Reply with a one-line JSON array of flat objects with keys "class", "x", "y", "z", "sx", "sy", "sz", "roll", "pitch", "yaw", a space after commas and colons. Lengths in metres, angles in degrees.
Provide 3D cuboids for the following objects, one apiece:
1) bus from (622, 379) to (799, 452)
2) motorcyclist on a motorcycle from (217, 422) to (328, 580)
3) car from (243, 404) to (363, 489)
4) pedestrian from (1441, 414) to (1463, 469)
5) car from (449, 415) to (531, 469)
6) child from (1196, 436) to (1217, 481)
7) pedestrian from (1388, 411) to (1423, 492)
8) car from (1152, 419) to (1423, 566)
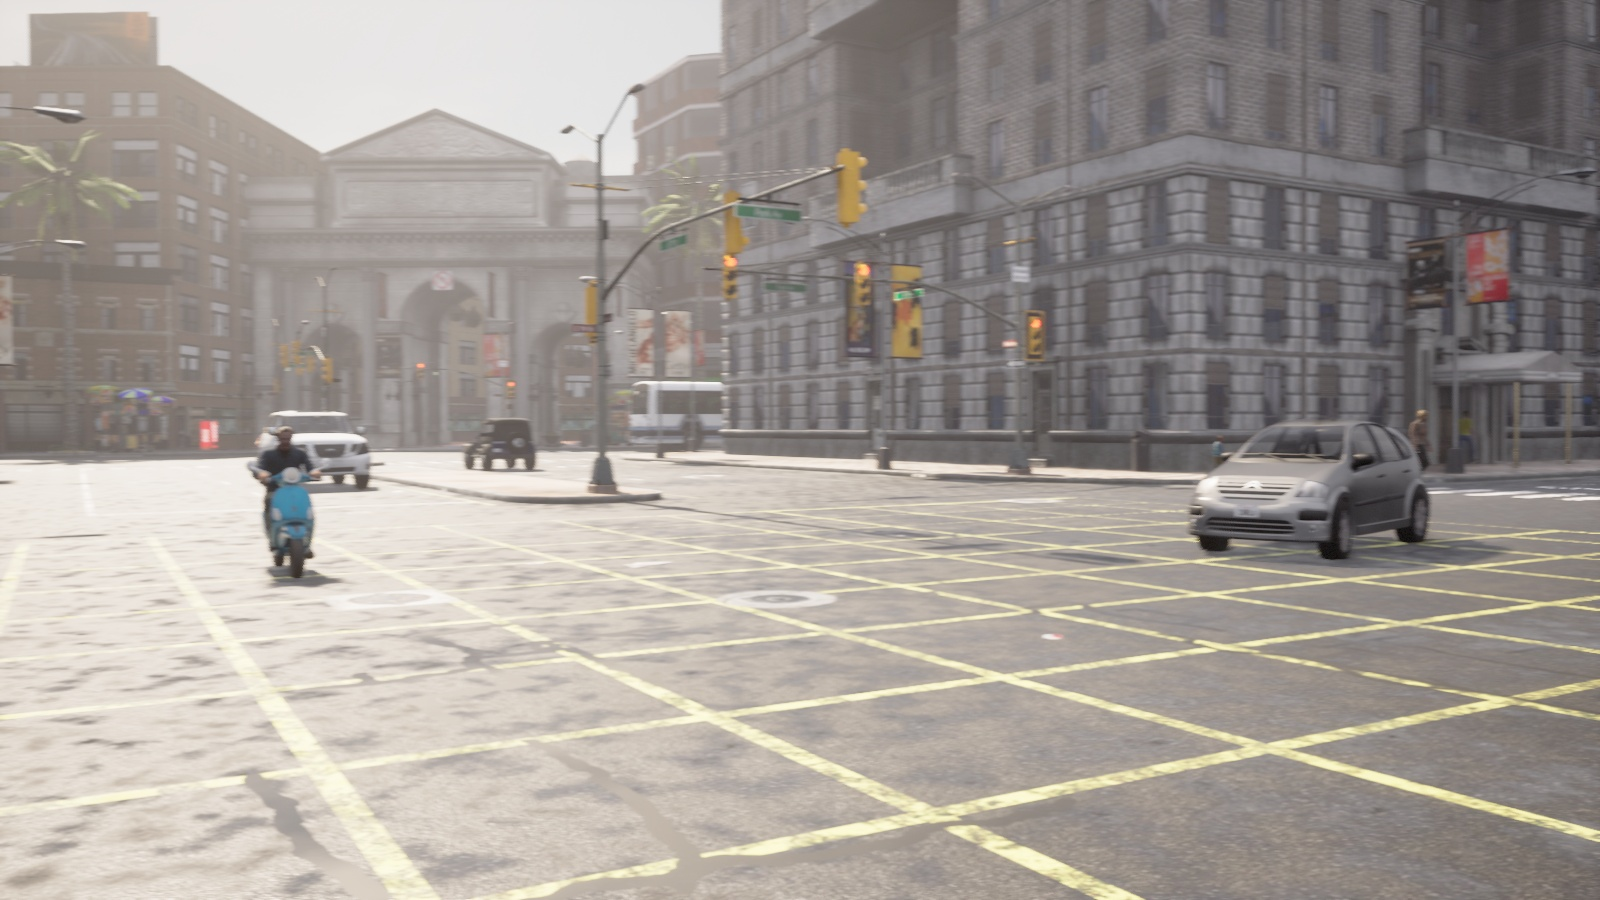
[{"class": "bus", "x": -5.503, "y": -2.099, "z": 77.836, "sx": 10.273, "sy": 4.253, "sz": 3.944, "roll": -1, "pitch": 1, "yaw": -30}, {"class": "motorcyclist on a motorcycle", "x": -5.739, "y": 0.497, "z": 13.608, "sx": 0.866, "sy": 1.590, "sz": 1.817, "roll": -1, "pitch": 1, "yaw": -30}, {"class": "car", "x": -13.317, "y": -0.146, "z": 33.422, "sx": 2.150, "sy": 2.045, "sz": 5.566, "roll": -1, "pitch": 1, "yaw": -30}, {"class": "pedestrian", "x": 21.807, "y": -0.296, "z": 42.002, "sx": 0.706, "sy": 1.836, "sz": 0.354, "roll": -1, "pitch": 1, "yaw": -33}, {"class": "car", "x": -11.371, "y": -0.311, "z": 45.910, "sx": 1.905, "sy": 1.878, "sz": 3.866, "roll": -1, "pitch": 1, "yaw": -30}, {"class": "child", "x": 10.875, "y": 0.225, "z": 33.591, "sx": 0.448, "sy": 1.192, "sz": 0.343, "roll": 1, "pitch": 1, "yaw": 39}, {"class": "pedestrian", "x": 14.067, "y": 0.027, "z": 29.166, "sx": 0.331, "sy": 1.846, "sz": 0.634, "roll": -1, "pitch": 1, "yaw": -30}, {"class": "car", "x": 6.242, "y": 0.425, "z": 15.859, "sx": 1.851, "sy": 1.617, "sz": 3.988, "roll": 1, "pitch": 1, "yaw": 43}]
